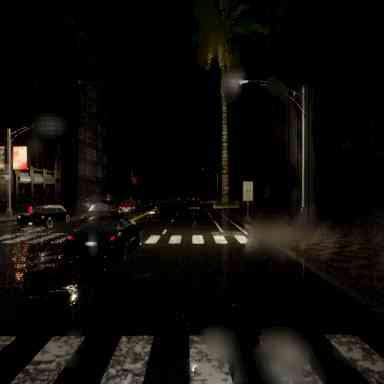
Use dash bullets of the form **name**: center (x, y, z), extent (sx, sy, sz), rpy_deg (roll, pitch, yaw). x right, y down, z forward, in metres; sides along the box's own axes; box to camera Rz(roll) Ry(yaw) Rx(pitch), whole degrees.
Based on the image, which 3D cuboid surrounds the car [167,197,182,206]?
- **car**: center (-3.020, 1.601, 53.839), extent (1.994, 1.385, 4.181), rpy_deg (0, 0, 0)

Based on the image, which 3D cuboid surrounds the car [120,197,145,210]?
- **car**: center (-6.443, 1.536, 34.836), extent (1.812, 1.442, 4.674), rpy_deg (0, 0, 0)

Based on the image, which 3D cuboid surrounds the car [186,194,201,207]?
- **car**: center (0.229, 1.258, 53.439), extent (2.150, 2.045, 5.566), rpy_deg (0, 0, 0)

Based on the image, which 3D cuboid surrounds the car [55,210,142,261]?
- **car**: center (-3.096, 1.565, 12.241), extent (1.994, 1.385, 4.181), rpy_deg (0, 0, 0)

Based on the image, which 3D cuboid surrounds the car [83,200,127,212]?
- **car**: center (-6.495, 1.553, 24.189), extent (2.033, 1.411, 5.357), rpy_deg (0, 0, 0)

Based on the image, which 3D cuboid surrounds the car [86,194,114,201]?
- **car**: center (-9.694, 1.236, 35.136), extent (2.150, 2.045, 5.566), rpy_deg (0, 0, 0)

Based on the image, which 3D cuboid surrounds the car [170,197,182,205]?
- **car**: center (-2.977, 1.606, 63.844), extent (2.033, 1.411, 5.357), rpy_deg (0, 0, 0)

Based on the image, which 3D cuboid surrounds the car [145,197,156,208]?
- **car**: center (-6.371, 1.526, 48.069), extent (1.837, 1.490, 4.892), rpy_deg (0, 2, 1)

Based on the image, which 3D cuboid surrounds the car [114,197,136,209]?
- **car**: center (-9.620, 1.514, 48.339), extent (2.128, 1.511, 4.902), rpy_deg (0, 0, 1)

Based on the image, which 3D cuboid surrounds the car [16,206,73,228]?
- **car**: center (-9.767, 1.605, 22.386), extent (1.895, 1.301, 4.718), rpy_deg (0, 0, 1)
